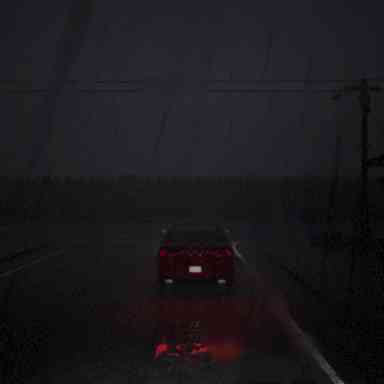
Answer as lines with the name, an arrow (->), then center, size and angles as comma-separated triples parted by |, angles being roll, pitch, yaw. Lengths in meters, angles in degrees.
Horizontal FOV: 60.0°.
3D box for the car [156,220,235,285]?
car -> 0.105, 1.554, 9.760 | 1.882, 1.535, 5.008 | 0, 0, 1
